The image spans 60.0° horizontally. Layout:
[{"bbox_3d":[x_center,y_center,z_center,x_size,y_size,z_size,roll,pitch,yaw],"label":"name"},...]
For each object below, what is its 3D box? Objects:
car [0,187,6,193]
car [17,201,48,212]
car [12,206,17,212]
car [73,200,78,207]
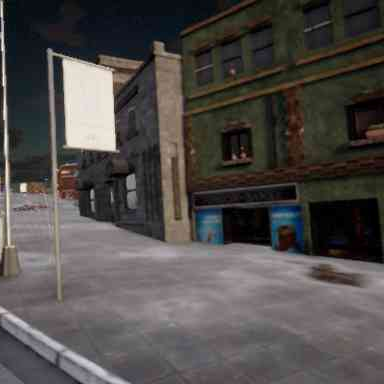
[{"bbox_3d":[-48.579,-0.254,81.751,2.185,1.767,4.553,-4,-3,1],"label":"car"},{"bbox_3d":[-23.817,2.165,50.535,1.812,1.442,4.674,-4,-1,9],"label":"car"},{"bbox_3d":[-26.901,2.375,53.791,1.882,1.535,5.008,-4,-1,6],"label":"car"},{"bbox_3d":[-21.440,2.279,65.180,2.128,1.511,4.902,-4,-2,11],"label":"car"}]
